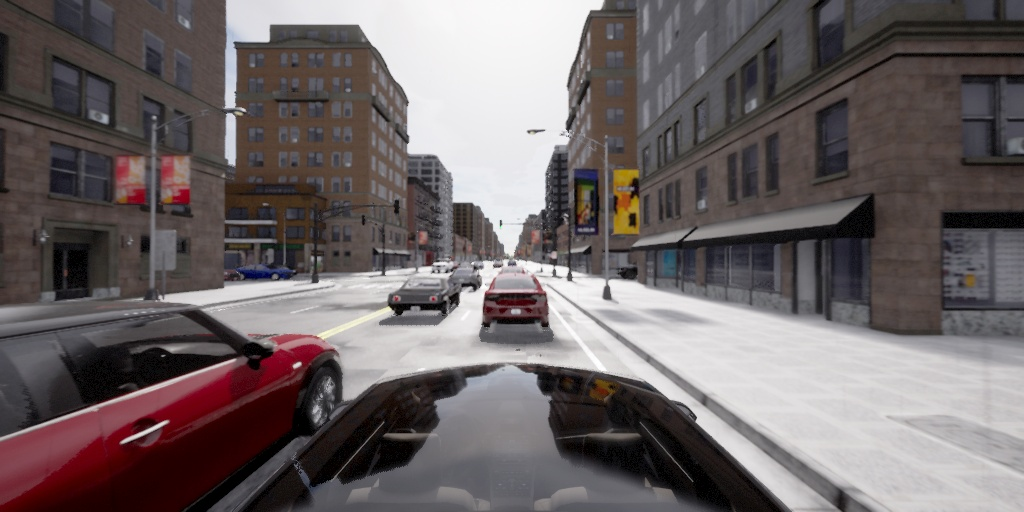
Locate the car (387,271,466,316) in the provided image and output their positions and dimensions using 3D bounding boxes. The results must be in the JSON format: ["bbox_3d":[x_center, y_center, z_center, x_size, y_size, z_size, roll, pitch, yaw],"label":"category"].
[{"bbox_3d":[-3.149,1.451,13.955,1.895,1.301,4.718,0,0,0],"label":"car"}]

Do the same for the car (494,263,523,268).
[{"bbox_3d":[0.059,1.404,23.412,1.882,1.535,5.008,0,-1,0],"label":"car"}]

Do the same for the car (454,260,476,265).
[{"bbox_3d":[-6.586,1.622,50.640,1.882,1.535,5.008,0,0,-1],"label":"car"}]

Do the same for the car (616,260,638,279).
[{"bbox_3d":[13.377,1.290,36.036,5.566,2.045,2.150,0,-1,0],"label":"car"}]

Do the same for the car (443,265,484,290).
[{"bbox_3d":[-3.150,1.498,24.463,1.994,1.385,4.181,0,0,0],"label":"car"}]

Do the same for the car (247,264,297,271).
[{"bbox_3d":[-22.744,1.474,32.918,5.008,1.535,1.882,0,-1,0],"label":"car"}]

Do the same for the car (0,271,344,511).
[{"bbox_3d":[-3.151,1.109,2.655,2.097,1.767,4.553,0,-1,0],"label":"car"}]

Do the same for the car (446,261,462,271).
[{"bbox_3d":[-9.806,1.702,60.896,1.882,1.535,5.008,0,0,0],"label":"car"}]

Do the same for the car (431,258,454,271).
[{"bbox_3d":[-9.816,1.368,50.898,2.150,2.045,5.566,0,0,2],"label":"car"}]

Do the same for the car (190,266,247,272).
[{"bbox_3d":[-25.414,1.405,30.387,4.097,1.591,1.967,0,0,0],"label":"car"}]

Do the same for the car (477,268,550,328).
[{"bbox_3d":[0.103,1.309,11.744,1.882,1.535,5.008,0,0,0],"label":"car"}]

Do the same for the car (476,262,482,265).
[{"bbox_3d":[-6.563,1.818,59.978,1.895,1.301,4.718,0,0,0],"label":"car"}]
